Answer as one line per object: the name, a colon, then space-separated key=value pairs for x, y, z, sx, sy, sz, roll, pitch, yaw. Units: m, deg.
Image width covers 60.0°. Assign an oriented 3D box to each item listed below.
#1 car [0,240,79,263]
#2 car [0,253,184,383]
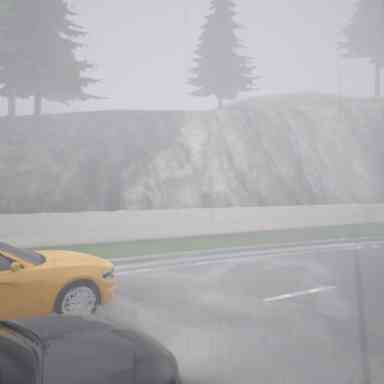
car: x=-3.706 y=1.419 z=5.264 sx=5.008 sy=1.535 sz=1.882 roll=0 pitch=0 yaw=-36
car: x=-2.272 y=1.480 z=1.884 sx=4.892 sy=1.490 sz=1.837 roll=0 pitch=0 yaw=-36
